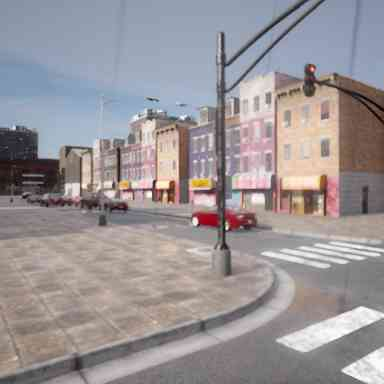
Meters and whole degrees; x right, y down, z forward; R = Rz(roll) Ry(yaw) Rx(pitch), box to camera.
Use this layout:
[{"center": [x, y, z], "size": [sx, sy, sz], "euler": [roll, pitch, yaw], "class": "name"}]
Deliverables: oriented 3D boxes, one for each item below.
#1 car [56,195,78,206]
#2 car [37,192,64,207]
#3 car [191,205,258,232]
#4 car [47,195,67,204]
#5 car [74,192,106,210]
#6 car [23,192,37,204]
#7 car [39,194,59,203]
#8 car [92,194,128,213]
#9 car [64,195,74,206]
[{"center": [-17.135, 1.109, 45.479], "size": [1.802, 1.307, 4.206], "euler": [0, 0, -35], "class": "car"}, {"center": [-17.475, 0.915, 41.462], "size": [2.097, 1.767, 4.553], "euler": [0, 1, -35], "class": "car"}, {"center": [1.702, 1.376, 18.844], "size": [1.887, 1.381, 4.507], "euler": [0, 0, -35], "class": "car"}, {"center": [-20.274, 1.063, 49.919], "size": [1.802, 1.307, 4.206], "euler": [0, 0, -35], "class": "car"}, {"center": [-10.853, 0.937, 36.600], "size": [2.192, 1.841, 5.009], "euler": [0, 0, -35], "class": "car"}, {"center": [-23.340, 1.025, 49.676], "size": [2.033, 1.411, 5.357], "euler": [0, 1, -35], "class": "car"}, {"center": [-23.414, 0.987, 54.358], "size": [2.008, 1.369, 4.403], "euler": [0, 0, -35], "class": "car"}, {"center": [-7.716, 1.217, 32.162], "size": [1.887, 1.381, 4.507], "euler": [0, 0, -35], "class": "car"}, {"center": [-13.995, 1.156, 41.041], "size": [1.802, 1.307, 4.206], "euler": [0, 0, -35], "class": "car"}]
